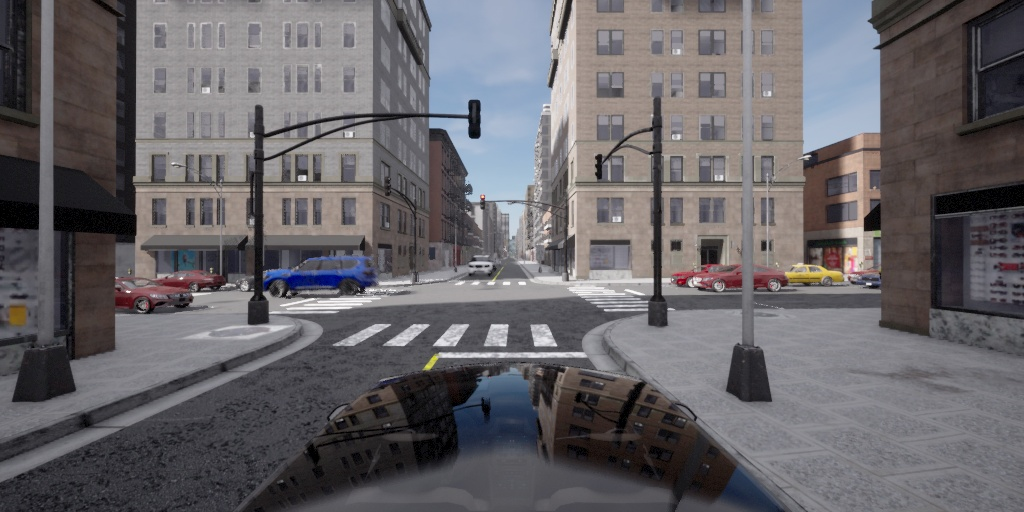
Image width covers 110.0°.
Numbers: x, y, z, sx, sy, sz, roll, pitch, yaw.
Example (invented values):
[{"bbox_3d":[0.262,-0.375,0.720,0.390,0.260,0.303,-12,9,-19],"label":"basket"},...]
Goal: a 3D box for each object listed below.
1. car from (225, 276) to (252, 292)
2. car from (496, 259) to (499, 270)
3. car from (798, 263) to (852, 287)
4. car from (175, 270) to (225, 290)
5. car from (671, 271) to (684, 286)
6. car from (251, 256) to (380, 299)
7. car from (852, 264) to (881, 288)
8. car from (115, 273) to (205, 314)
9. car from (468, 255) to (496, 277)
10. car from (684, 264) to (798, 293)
[{"bbox_3d":[-14.631,1.458,22.200,4.403,1.370,2.007,0,0,0],"label":"car"},{"bbox_3d":[-3.126,1.193,49.644,1.882,1.535,5.008,0,1,0],"label":"car"},{"bbox_3d":[17.454,1.117,21.993,4.829,1.417,1.751,0,0,0],"label":"car"},{"bbox_3d":[-20.159,1.545,22.236,4.207,1.307,1.802,0,0,0],"label":"car"},{"bbox_3d":[12.132,1.190,22.027,4.507,1.381,1.888,0,0,0],"label":"car"},{"bbox_3d":[-9.896,1.068,18.862,5.566,2.045,2.150,-1,1,-9],"label":"car"},{"bbox_3d":[21.819,1.087,19.208,5.357,1.411,2.033,-1,0,1],"label":"car"},{"bbox_3d":[-14.660,1.451,13.674,4.207,1.307,1.802,0,0,0],"label":"car"},{"bbox_3d":[-3.119,0.958,36.294,2.150,2.045,5.566,0,0,0],"label":"car"},{"bbox_3d":[12.188,1.157,19.272,4.674,1.442,1.812,-1,0,1],"label":"car"}]
